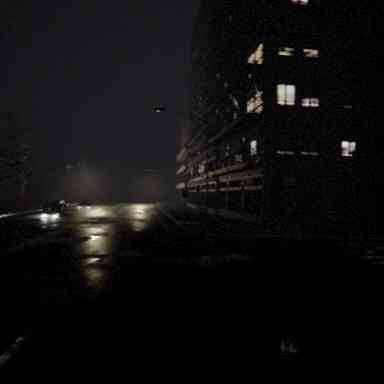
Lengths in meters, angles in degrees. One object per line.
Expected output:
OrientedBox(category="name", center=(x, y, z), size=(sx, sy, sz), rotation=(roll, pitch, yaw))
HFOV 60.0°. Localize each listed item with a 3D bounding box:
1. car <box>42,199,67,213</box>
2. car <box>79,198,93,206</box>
OrientedBox(category="car", center=(-15.712, 1.578, 38.240), size=(2.128, 1.511, 4.902), rotation=(1, 0, -8))
OrientedBox(category="car", center=(-18.443, 1.751, 58.241), size=(1.812, 1.442, 4.674), rotation=(1, 0, -7))
